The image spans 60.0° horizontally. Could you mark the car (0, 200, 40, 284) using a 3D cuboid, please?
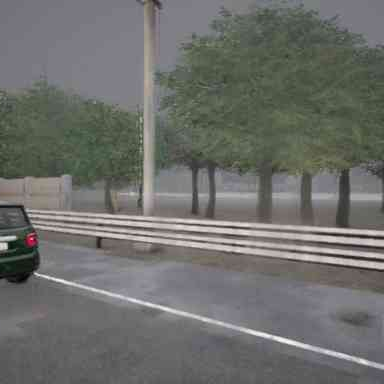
[{"bbox_3d":[-6.081,1.215,8.345,5.566,2.045,2.150,0,0,36],"label":"car"}]
